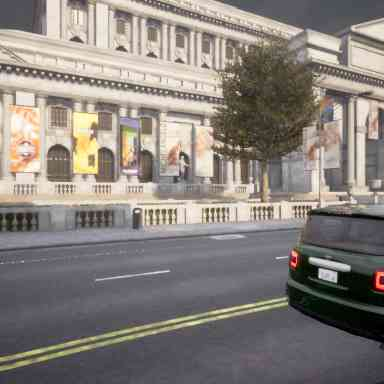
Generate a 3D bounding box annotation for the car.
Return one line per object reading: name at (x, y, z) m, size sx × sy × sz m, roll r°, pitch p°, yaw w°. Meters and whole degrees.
car at (4.175, 1.221, 5.829) m, size 5.566 × 2.045 × 2.150 m, roll 0°, pitch 0°, yaw -29°
